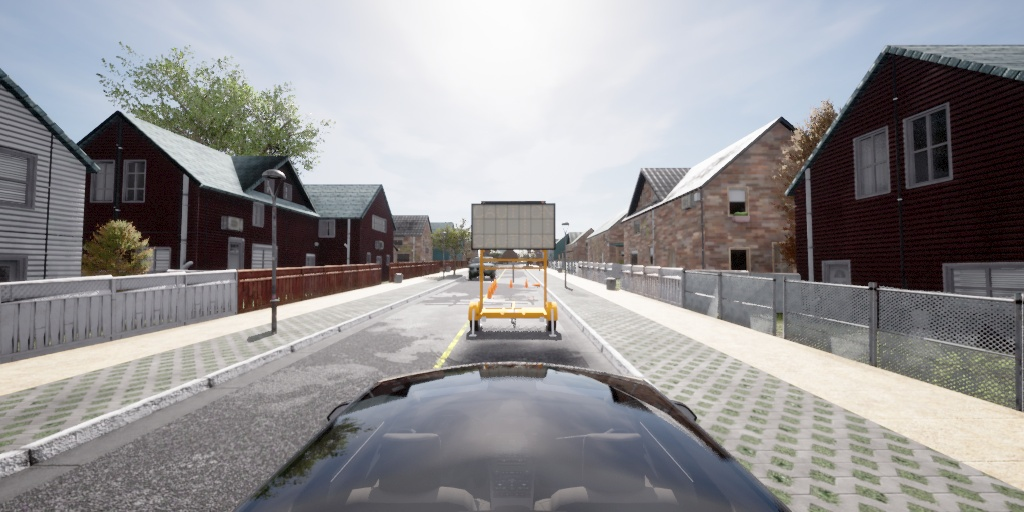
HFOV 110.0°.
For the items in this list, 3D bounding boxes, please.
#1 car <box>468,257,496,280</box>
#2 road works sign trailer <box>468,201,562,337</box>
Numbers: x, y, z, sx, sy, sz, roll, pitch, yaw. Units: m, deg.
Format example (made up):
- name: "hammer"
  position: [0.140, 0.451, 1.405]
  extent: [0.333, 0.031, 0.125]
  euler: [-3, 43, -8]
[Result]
- name: "car"
  position: [-2.597, 1.067, 32.270]
  extent: [2.150, 2.045, 5.566]
  euler: [0, 0, 0]
- name: "road works sign trailer"
  position: [0.042, 0.226, 10.346]
  extent: [2.380, 3.560, 2.880]
  euler: [0, 0, 1]
